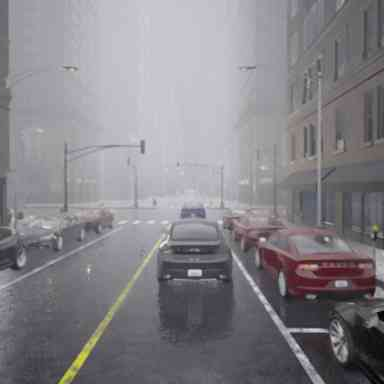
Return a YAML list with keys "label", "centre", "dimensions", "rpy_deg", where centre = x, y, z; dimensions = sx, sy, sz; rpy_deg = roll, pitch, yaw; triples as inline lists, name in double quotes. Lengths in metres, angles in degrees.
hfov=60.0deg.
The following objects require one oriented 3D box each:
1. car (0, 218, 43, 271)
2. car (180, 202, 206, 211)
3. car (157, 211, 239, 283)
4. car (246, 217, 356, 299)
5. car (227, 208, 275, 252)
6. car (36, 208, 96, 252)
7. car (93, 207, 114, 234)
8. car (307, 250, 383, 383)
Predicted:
- label: "car"
  centre: [-5.775, 1.582, 8.354]
  dimensions: [1.947, 1.339, 4.313]
  rpy_deg: [-1, 0, 0]
- label: "car"
  centre: [0.084, 1.530, 26.710]
  dimensions: [1.882, 1.535, 5.008]
  rpy_deg: [0, 0, 0]
- label: "car"
  centre: [0.076, 1.525, 9.727]
  dimensions: [1.837, 1.490, 4.892]
  rpy_deg: [0, 0, 0]
- label: "car"
  centre: [2.750, 1.561, 8.355]
  dimensions: [1.887, 1.381, 4.507]
  rpy_deg: [-1, 0, 0]
- label: "car"
  centre: [2.749, 1.572, 13.861]
  dimensions: [1.887, 1.381, 4.507]
  rpy_deg: [-1, 0, 0]
- label: "car"
  centre: [-5.776, 1.578, 13.859]
  dimensions: [2.008, 1.369, 4.403]
  rpy_deg: [-1, 0, 0]
- label: "car"
  centre: [-5.777, 1.582, 19.365]
  dimensions: [1.887, 1.381, 4.507]
  rpy_deg: [-1, 0, 0]
- label: "car"
  centre: [2.751, 1.572, 2.851]
  dimensions: [1.947, 1.339, 4.313]
  rpy_deg: [-1, 0, 0]
